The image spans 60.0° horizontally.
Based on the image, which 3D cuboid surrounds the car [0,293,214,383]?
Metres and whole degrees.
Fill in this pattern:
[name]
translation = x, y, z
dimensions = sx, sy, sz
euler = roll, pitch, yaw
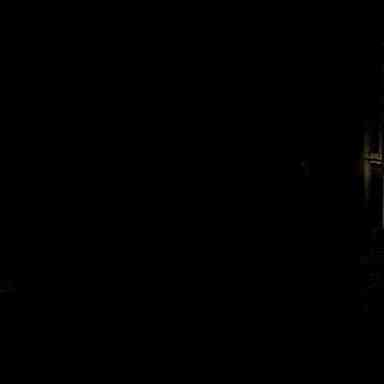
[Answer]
[car]
translation = -2.152, 1.483, 1.721
dimensions = 5.008, 1.535, 1.882
euler = 0, 0, -35
